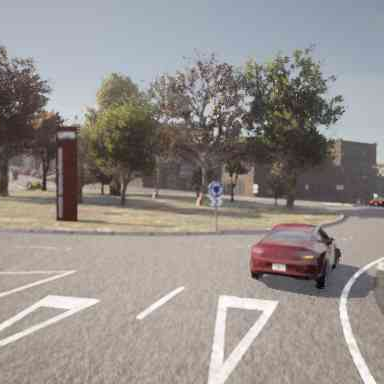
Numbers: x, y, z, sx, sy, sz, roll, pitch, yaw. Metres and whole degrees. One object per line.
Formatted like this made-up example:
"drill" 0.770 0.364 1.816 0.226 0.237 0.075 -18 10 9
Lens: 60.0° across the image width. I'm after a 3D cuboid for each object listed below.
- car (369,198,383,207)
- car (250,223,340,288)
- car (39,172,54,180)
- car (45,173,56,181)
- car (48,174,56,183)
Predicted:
"car" 27.021 1.493 47.048 4.718 1.301 1.895 3 -1 -38
"car" 3.079 1.642 9.629 1.812 1.442 4.674 1 -2 28
"car" -36.138 -3.677 86.402 1.946 1.575 5.366 7 5 28
"car" -34.026 -3.300 84.325 2.002 1.452 4.674 7 5 28
"car" -32.004 -2.998 82.072 2.231 1.521 4.892 7 5 28
